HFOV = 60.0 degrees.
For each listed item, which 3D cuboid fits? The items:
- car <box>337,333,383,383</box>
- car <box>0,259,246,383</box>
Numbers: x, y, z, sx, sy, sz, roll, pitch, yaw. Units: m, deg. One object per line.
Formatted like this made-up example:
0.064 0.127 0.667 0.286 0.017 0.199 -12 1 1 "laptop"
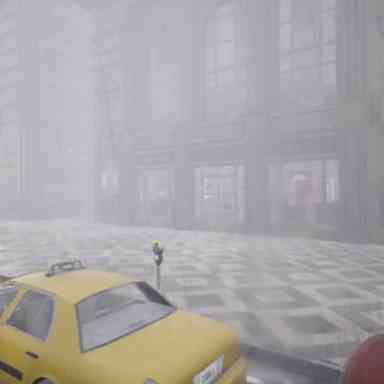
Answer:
2.978 1.302 0.864 5.009 1.841 2.192 0 0 35 "car"
-1.744 1.539 4.195 4.829 1.417 1.752 0 0 35 "car"
